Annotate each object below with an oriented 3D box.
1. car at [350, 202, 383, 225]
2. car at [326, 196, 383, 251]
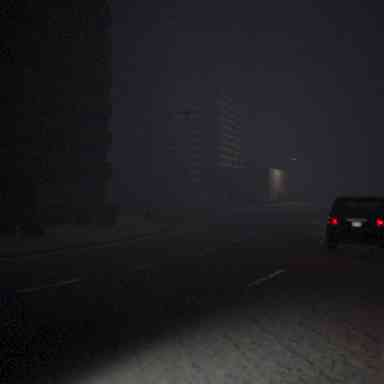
[{"bbox_3d":[12.869,1.485,24.600,1.994,1.385,4.181,0,0,28],"label":"car"},{"bbox_3d":[6.865,1.167,13.393,2.150,2.045,5.566,0,0,31],"label":"car"}]
